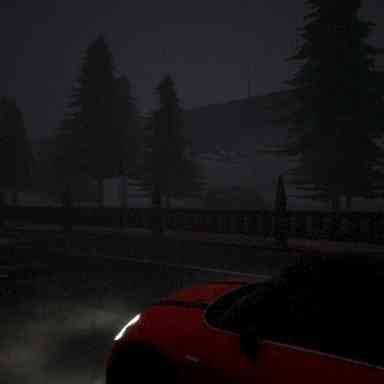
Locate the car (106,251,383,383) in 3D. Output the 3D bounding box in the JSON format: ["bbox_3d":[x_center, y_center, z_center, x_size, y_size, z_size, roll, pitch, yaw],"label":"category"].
[{"bbox_3d":[1.343,1.353,2.958,4.553,1.767,2.097,-1,0,35],"label":"car"}]
